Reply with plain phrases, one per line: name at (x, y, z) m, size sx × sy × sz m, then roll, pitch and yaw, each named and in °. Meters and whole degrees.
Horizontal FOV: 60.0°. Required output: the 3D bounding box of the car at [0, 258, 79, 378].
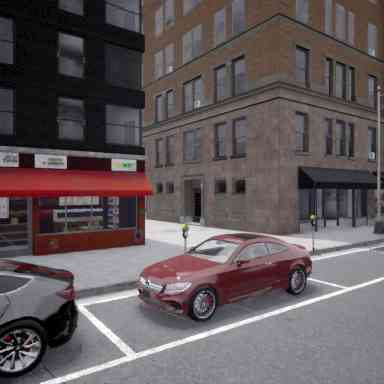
car at (-3.597, 1.566, 3.969) m, size 4.313 × 1.339 × 1.947 m, roll 0°, pitch 0°, yaw -35°

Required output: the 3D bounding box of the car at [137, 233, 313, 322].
car at (0.884, 1.582, 7.160) m, size 4.206 × 1.307 × 1.802 m, roll 0°, pitch 0°, yaw -35°
